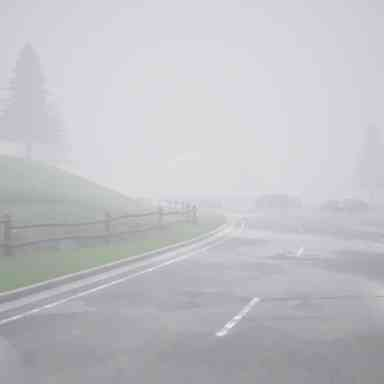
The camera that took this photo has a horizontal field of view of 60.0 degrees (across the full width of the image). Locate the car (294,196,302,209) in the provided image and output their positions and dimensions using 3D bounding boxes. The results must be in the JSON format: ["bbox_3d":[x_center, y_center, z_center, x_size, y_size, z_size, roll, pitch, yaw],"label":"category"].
[{"bbox_3d":[13.122,1.352,46.134,2.097,1.767,4.553,0,0,-20],"label":"car"}]

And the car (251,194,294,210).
[{"bbox_3d":[10.410,1.221,43.499,2.150,2.045,5.566,0,0,-21],"label":"car"}]

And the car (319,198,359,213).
[{"bbox_3d":[15.661,1.526,36.278,1.812,1.442,4.674,0,0,-8],"label":"car"}]

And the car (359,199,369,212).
[{"bbox_3d":[18.675,1.505,39.343,1.837,1.490,4.892,0,0,-10],"label":"car"}]

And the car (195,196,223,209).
[{"bbox_3d":[2.532,1.526,44.225,1.812,1.442,4.674,0,0,-23],"label":"car"}]

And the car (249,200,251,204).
[{"bbox_3d":[12.109,1.547,56.599,2.033,1.411,5.357,0,0,-33],"label":"car"}]

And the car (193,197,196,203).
[{"bbox_3d":[1.365,1.492,59.035,2.128,1.511,4.902,0,0,-41],"label":"car"}]

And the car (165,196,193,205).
[{"bbox_3d":[-2.688,1.478,58.464,1.882,1.535,5.008,0,0,-42],"label":"car"}]

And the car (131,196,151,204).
[{"bbox_3d":[-9.338,1.492,60.627,2.128,1.511,4.902,0,0,-43],"label":"car"}]
